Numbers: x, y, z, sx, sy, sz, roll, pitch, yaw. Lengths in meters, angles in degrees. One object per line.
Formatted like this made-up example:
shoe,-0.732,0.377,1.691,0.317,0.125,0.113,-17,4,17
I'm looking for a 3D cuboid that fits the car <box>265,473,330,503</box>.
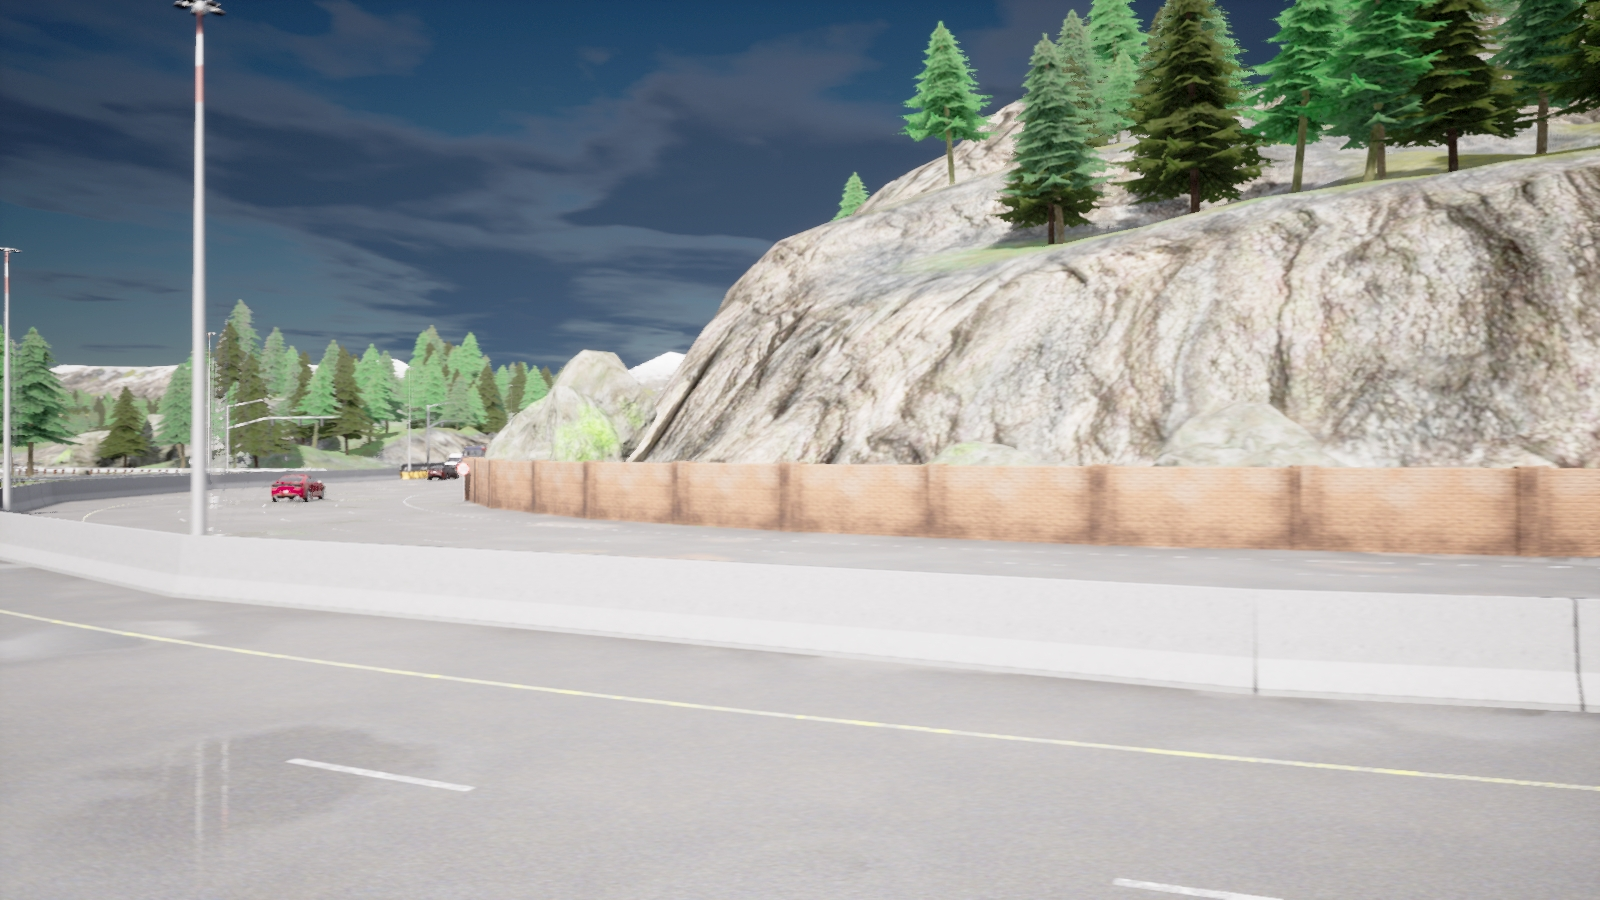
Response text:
car,-28.568,2.147,65.139,2.097,1.535,5.006,0,0,-8
